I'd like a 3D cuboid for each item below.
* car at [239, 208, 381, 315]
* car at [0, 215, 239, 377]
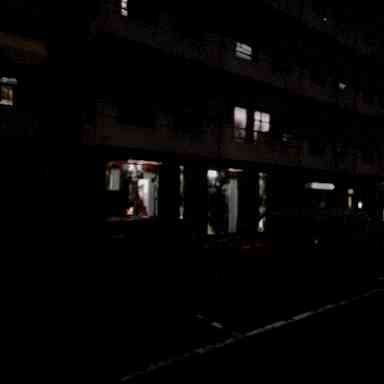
[{"bbox_3d":[2.494,1.344,7.858,5.009,1.841,2.192,0,1,-36],"label":"car"},{"bbox_3d":[-2.004,1.320,4.642,5.009,1.841,2.192,0,1,-36],"label":"car"}]
